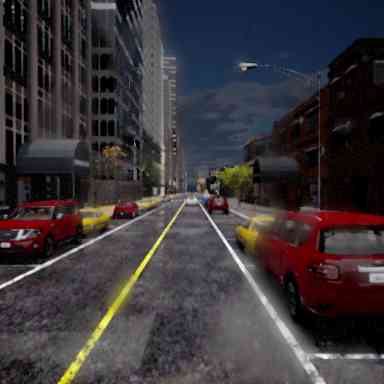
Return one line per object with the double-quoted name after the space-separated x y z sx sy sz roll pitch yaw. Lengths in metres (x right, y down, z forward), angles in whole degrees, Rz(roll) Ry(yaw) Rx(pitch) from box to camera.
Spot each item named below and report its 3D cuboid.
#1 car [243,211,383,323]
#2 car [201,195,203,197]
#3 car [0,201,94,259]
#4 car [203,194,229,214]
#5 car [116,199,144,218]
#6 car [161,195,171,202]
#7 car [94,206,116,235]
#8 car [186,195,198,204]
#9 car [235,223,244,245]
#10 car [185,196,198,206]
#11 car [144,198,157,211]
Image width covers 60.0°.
2.675 1.307 7.148 2.192 1.841 5.009 -1 0 0 "car"
2.674 1.523 51.424 1.802 1.307 4.206 -1 0 0 "car"
-5.706 1.300 12.691 2.192 1.841 5.009 -1 0 0 "car"
2.672 1.275 34.821 2.192 1.841 5.009 -1 0 0 "car"
-5.704 1.511 29.296 1.887 1.381 4.507 -1 0 0 "car"
-5.710 1.355 73.575 1.967 1.590 4.097 -1 0 0 "car"
-5.703 1.504 18.057 1.752 1.417 4.829 -1 0 0 "car"
-0.006 1.420 62.959 2.128 1.511 4.902 0 0 0 "car"
2.678 1.511 12.852 1.752 1.417 4.829 -1 0 0 "car"
-0.005 1.465 52.674 1.812 1.442 4.674 0 0 0 "car"
-5.706 1.479 40.196 1.752 1.417 4.829 -1 0 0 "car"
